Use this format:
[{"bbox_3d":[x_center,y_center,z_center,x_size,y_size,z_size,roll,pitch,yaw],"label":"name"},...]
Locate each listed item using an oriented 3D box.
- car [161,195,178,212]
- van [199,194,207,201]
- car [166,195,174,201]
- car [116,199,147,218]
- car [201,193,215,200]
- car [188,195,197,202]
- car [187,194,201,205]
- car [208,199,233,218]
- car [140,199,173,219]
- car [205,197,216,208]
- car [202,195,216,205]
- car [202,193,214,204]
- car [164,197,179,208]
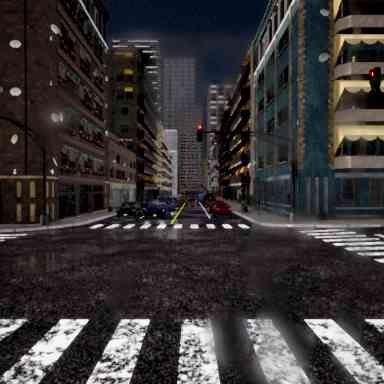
[{"bbox_3d":[-3.035,1.358,39.537,2.097,1.767,4.553,0,0,0],"label":"car"},{"bbox_3d":[2.813,1.379,85.614,1.690,1.788,3.998,-1,0,0],"label":"van"},{"bbox_3d":[-5.566,1.563,85.469,1.752,1.417,4.829,0,0,0],"label":"car"},{"bbox_3d":[-5.651,1.569,30.404,1.947,1.339,4.313,0,0,0],"label":"car"},{"bbox_3d":[3.201,1.246,60.976,2.150,2.045,5.566,0,0,0],"label":"car"},{"bbox_3d":[0.108,1.381,69.844,1.812,1.442,4.674,0,0,0],"label":"car"},{"bbox_3d":[0.093,1.510,60.671,2.128,1.511,4.902,0,0,0],"label":"car"},{"bbox_3d":[2.731,1.584,30.379,1.802,1.307,4.206,0,0,0],"label":"car"},{"bbox_3d":[-3.054,1.603,29.541,1.895,1.301,4.718,0,0,0],"label":"car"},{"bbox_3d":[2.739,1.570,35.902,1.947,1.339,4.313,0,0,0],"label":"car"},{"bbox_3d":[2.756,1.555,46.949,1.887,1.381,4.507,0,0,0],"label":"car"},{"bbox_3d":[3.212,1.243,67.976,2.150,2.045,5.566,0,0,0],"label":"car"},{"bbox_3d":[-3.012,1.537,49.749,1.812,1.442,4.674,0,0,0],"label":"car"}]
